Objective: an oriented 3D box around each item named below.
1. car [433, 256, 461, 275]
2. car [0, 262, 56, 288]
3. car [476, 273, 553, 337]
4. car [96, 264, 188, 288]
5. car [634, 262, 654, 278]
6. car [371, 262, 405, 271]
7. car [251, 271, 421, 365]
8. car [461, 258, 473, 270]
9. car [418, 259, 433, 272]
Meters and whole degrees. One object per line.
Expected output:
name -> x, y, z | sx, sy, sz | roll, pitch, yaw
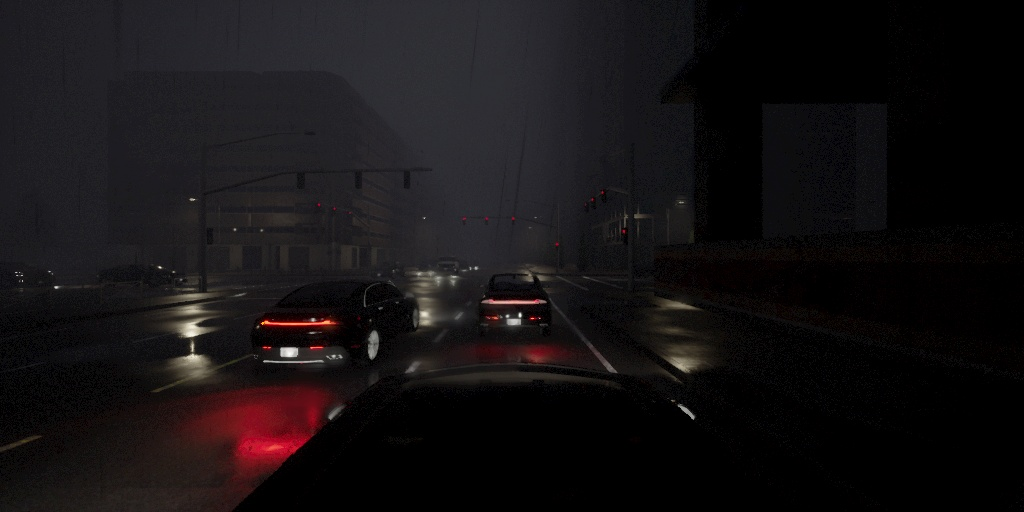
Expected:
car -> -7.033, 0.987, 39.336 | 2.150, 2.045, 5.566 | 0, 0, -6
car -> -33.392, 1.157, 23.716 | 4.553, 1.767, 2.097 | 0, 0, 0
car -> 0.060, 1.242, 10.337 | 2.128, 1.511, 4.902 | 0, 0, 0
car -> -24.325, 1.297, 23.697 | 4.902, 1.511, 2.128 | 0, 0, 0
car -> 13.951, 1.297, 34.326 | 4.902, 1.511, 2.128 | 0, 0, 0
car -> -10.799, 1.269, 31.497 | 2.128, 1.511, 4.902 | 0, 0, -1
car -> -3.451, 1.255, 8.018 | 1.837, 1.490, 4.892 | 0, 0, 0
car -> -7.476, 1.297, 53.299 | 2.033, 1.411, 5.357 | 0, 0, 0
car -> -10.972, 1.228, 47.430 | 1.882, 1.535, 5.008 | 0, 0, 0
